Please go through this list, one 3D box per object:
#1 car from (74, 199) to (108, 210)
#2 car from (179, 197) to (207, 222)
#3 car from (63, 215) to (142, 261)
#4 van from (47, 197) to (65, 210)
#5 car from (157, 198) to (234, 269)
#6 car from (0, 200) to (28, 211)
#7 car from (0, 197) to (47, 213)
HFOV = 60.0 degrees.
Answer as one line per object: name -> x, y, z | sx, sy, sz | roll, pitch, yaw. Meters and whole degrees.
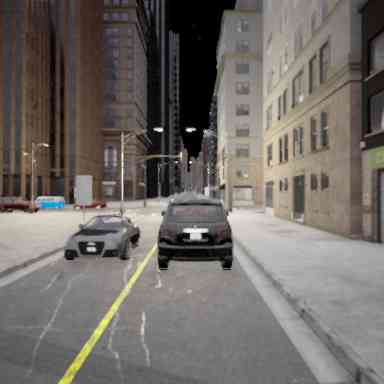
car -> -14.007, 1.708, 45.998 | 4.507, 1.381, 1.887 | -1, 0, 0
car -> 0.081, 1.348, 27.137 | 2.097, 1.767, 4.553 | 0, 0, 0
car -> -3.072, 1.560, 12.167 | 1.994, 1.385, 4.181 | 0, 0, 0
van -> -19.633, 1.572, 46.014 | 3.998, 1.788, 1.690 | -1, 0, 0
car -> 0.096, 1.220, 11.254 | 2.150, 2.045, 5.566 | 0, 0, 0
car -> -25.254, 1.881, 46.034 | 4.206, 1.307, 1.802 | -1, 0, 0
car -> -19.651, 1.509, 37.489 | 5.009, 1.841, 2.192 | -1, 0, 0
